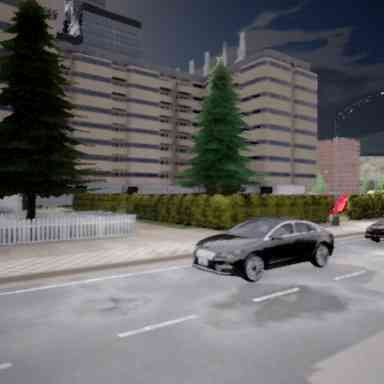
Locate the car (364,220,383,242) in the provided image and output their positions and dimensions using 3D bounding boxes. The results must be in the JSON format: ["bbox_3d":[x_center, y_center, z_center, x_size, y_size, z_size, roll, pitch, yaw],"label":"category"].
[{"bbox_3d":[10.310,1.614,15.627,5.357,1.411,2.033,0,0,-35],"label":"car"}]

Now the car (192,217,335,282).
[{"bbox_3d":[2.277,1.520,9.904,4.902,1.511,2.128,0,0,-35],"label":"car"}]
